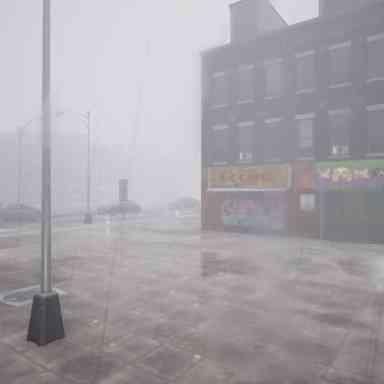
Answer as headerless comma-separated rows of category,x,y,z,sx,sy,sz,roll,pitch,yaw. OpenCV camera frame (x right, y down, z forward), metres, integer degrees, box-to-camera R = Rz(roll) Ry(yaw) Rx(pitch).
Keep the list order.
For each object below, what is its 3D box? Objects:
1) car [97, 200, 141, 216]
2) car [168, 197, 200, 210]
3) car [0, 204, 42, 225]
car,-6.881,1.439,31.801,1.812,1.442,4.674,0,0,35
car,-0.924,1.382,40.217,1.837,1.490,4.892,0,0,36
car,-12.753,1.515,23.489,1.994,1.385,4.181,0,0,36
